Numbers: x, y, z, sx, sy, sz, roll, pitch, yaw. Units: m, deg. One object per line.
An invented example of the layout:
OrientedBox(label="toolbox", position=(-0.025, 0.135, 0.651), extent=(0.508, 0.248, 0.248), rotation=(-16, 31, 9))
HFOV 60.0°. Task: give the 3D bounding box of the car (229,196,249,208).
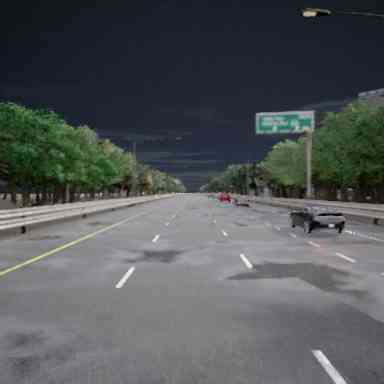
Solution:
OrientedBox(label="car", position=(7.102, 1.518, 48.720), extent=(2.033, 1.411, 5.357), rotation=(0, 0, 0))

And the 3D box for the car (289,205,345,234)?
OrientedBox(label="car", position=(7.023, 1.487, 19.151), extent=(2.128, 1.511, 4.902), rotation=(0, 0, 0))

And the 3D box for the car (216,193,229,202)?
OrientedBox(label="car", position=(7.170, 1.177, 73.737), extent=(2.150, 2.045, 5.566), rotation=(0, 0, 0))
